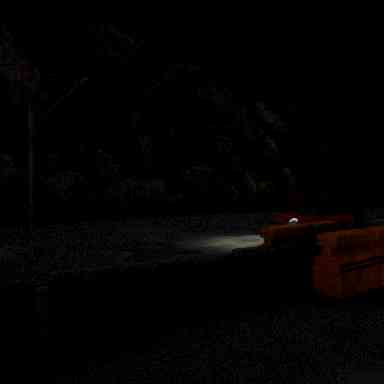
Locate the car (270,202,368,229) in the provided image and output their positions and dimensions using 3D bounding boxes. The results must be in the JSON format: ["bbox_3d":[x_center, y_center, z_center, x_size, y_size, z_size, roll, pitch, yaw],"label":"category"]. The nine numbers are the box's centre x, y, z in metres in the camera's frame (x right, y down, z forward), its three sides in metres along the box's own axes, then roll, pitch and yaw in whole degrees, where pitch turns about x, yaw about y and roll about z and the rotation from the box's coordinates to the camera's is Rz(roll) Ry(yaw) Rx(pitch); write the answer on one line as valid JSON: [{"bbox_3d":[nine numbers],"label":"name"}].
[{"bbox_3d":[6.114,1.313,16.163,4.553,1.767,2.097,0,1,-16],"label":"car"}]
